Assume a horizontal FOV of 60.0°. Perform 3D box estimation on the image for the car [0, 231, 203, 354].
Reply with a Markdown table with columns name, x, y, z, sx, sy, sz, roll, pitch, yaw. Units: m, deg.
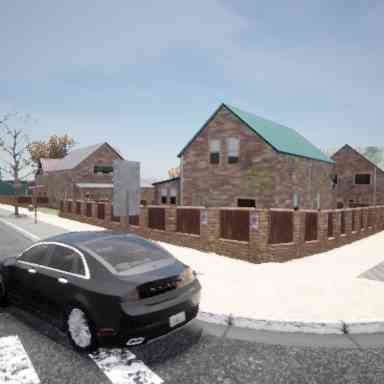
| name | x | y | z | sx | sy | sz | roll | pitch | yaw |
| --- | --- | --- | --- | --- | --- | --- | --- | --- | --- |
| car | -2.045 | 1.494 | 6.169 | 4.892 | 1.490 | 1.837 | 0 | 3 | 40 |
